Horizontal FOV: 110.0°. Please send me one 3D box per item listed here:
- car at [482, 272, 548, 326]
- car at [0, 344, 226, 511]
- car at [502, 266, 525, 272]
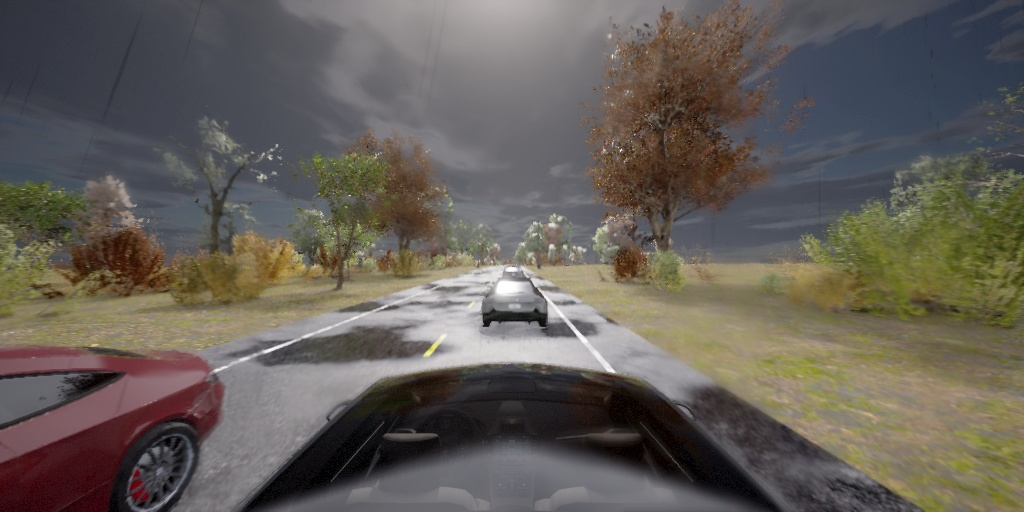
[{"bbox_3d":[0.084,1.390,12.024,1.994,1.385,4.181,0,0,0],"label":"car"},{"bbox_3d":[-3.591,1.274,1.486,1.812,1.442,4.674,0,-1,0],"label":"car"},{"bbox_3d":[0.102,1.536,30.510,2.033,1.411,5.357,0,-1,0],"label":"car"}]
